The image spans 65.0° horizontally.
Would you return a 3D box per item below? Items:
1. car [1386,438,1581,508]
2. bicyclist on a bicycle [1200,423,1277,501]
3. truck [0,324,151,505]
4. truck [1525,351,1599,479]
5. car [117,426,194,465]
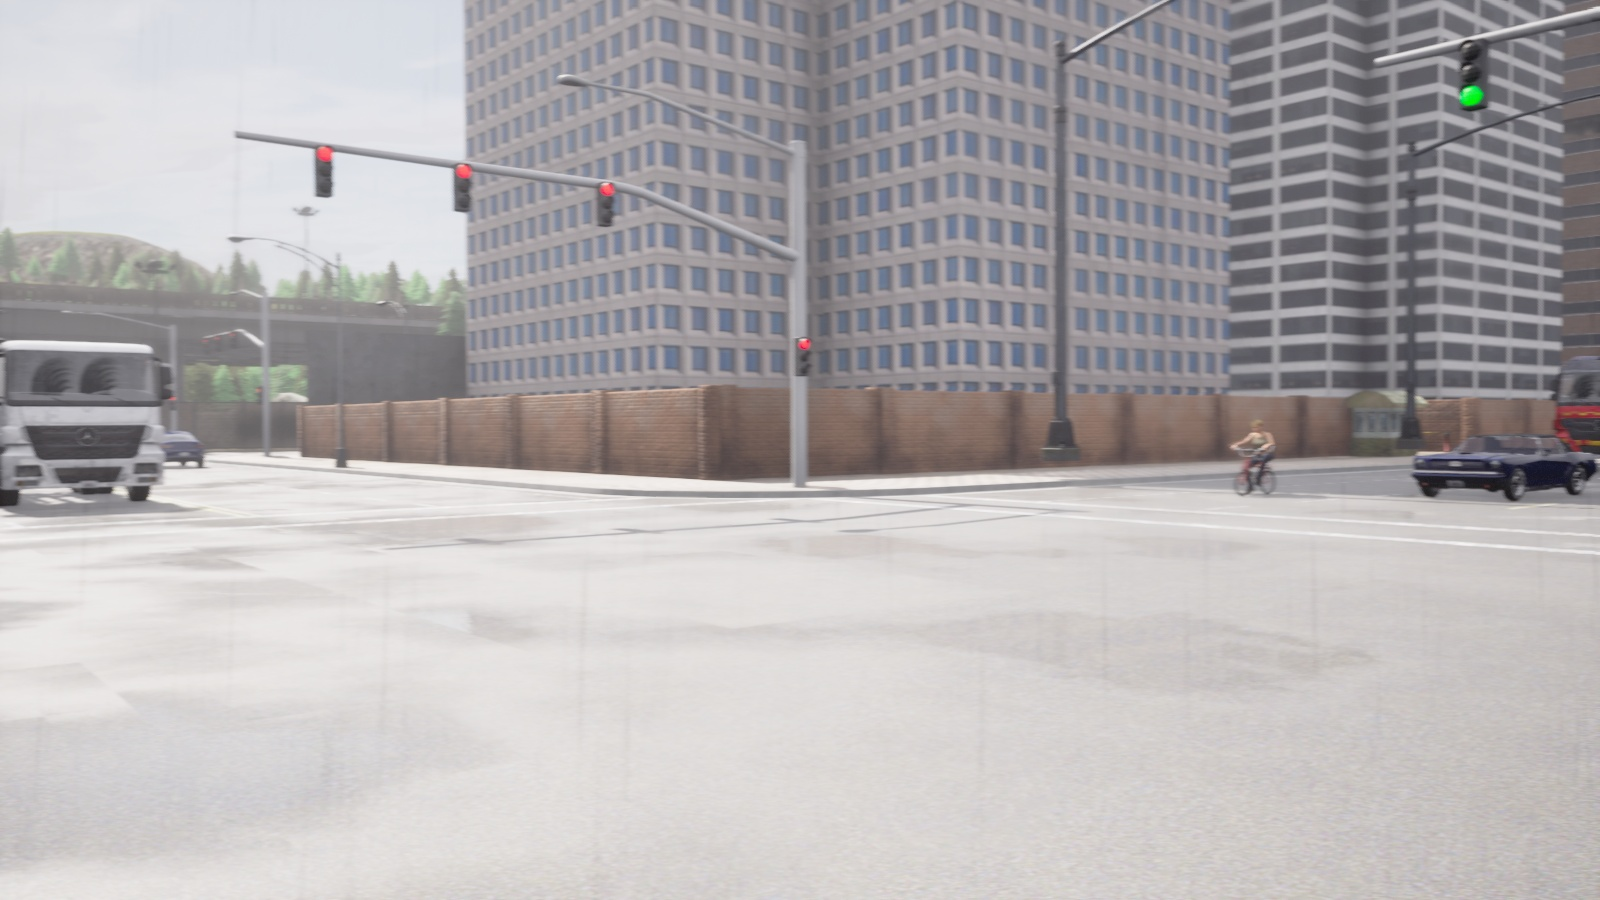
[{"bbox_3d":[14.400,0.417,26.360,4.718,1.301,1.895,-1,1,-38],"label":"car"},{"bbox_3d":[9.356,0.234,26.811,1.509,1.612,0.866,-1,1,-38],"label":"bicyclist on a bicycle"},{"bbox_3d":[-16.918,-0.757,27.905,2.891,3.462,7.936,-1,1,-39],"label":"truck"},{"bbox_3d":[26.854,-1.115,40.650,8.468,3.827,2.891,-1,1,-38],"label":"truck"},{"bbox_3d":[-25.618,-0.213,49.855,1.812,1.442,4.674,-1,1,-39],"label":"car"}]
